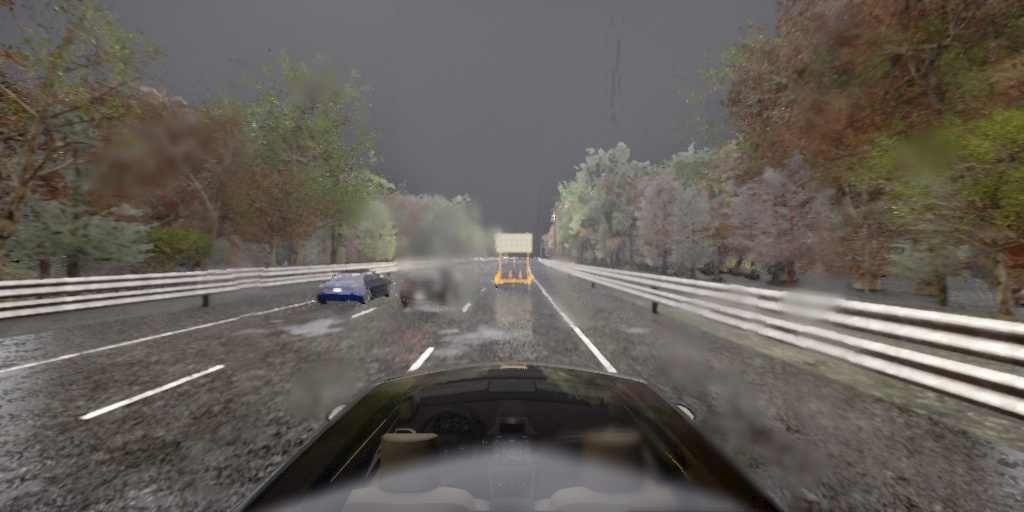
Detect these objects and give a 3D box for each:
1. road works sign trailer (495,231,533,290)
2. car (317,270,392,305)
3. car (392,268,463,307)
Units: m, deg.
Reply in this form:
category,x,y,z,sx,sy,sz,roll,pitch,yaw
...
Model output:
category,x,y,z,sx,sy,sz,roll,pitch,yaw
road works sign trailer,0.128,0.234,22.813,2.380,3.560,2.880,0,0,2
car,-6.828,1.309,16.065,1.994,1.385,4.181,0,0,0
car,-3.336,1.260,15.509,1.837,1.490,4.892,0,0,0
